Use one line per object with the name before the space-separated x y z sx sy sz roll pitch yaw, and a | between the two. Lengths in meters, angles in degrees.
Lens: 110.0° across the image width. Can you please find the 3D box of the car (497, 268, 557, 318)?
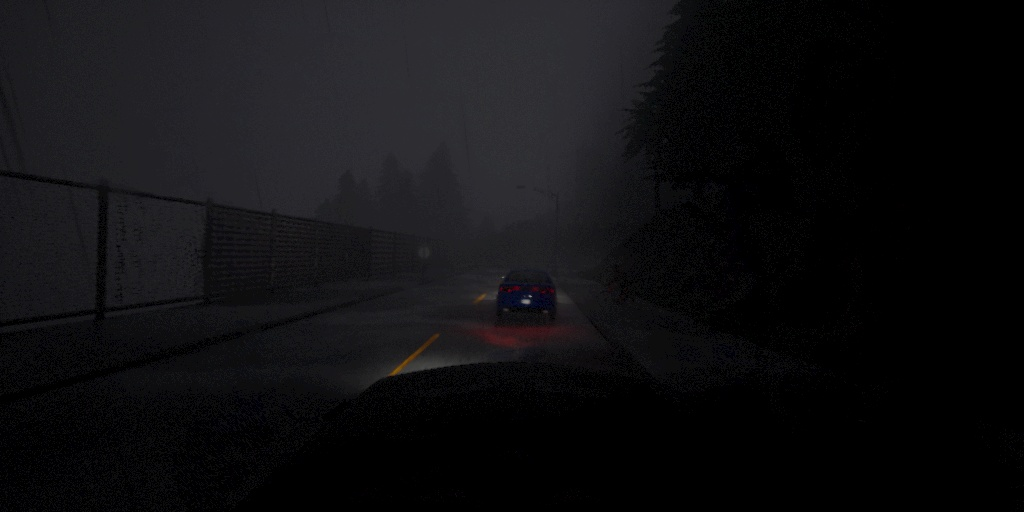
car | 0.581 1.171 12.952 1.882 1.535 5.008 2 0 4

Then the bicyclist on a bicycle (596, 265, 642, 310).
bicyclist on a bicycle | 3.927 1.164 13.126 1.656 1.620 0.582 2 -1 3
